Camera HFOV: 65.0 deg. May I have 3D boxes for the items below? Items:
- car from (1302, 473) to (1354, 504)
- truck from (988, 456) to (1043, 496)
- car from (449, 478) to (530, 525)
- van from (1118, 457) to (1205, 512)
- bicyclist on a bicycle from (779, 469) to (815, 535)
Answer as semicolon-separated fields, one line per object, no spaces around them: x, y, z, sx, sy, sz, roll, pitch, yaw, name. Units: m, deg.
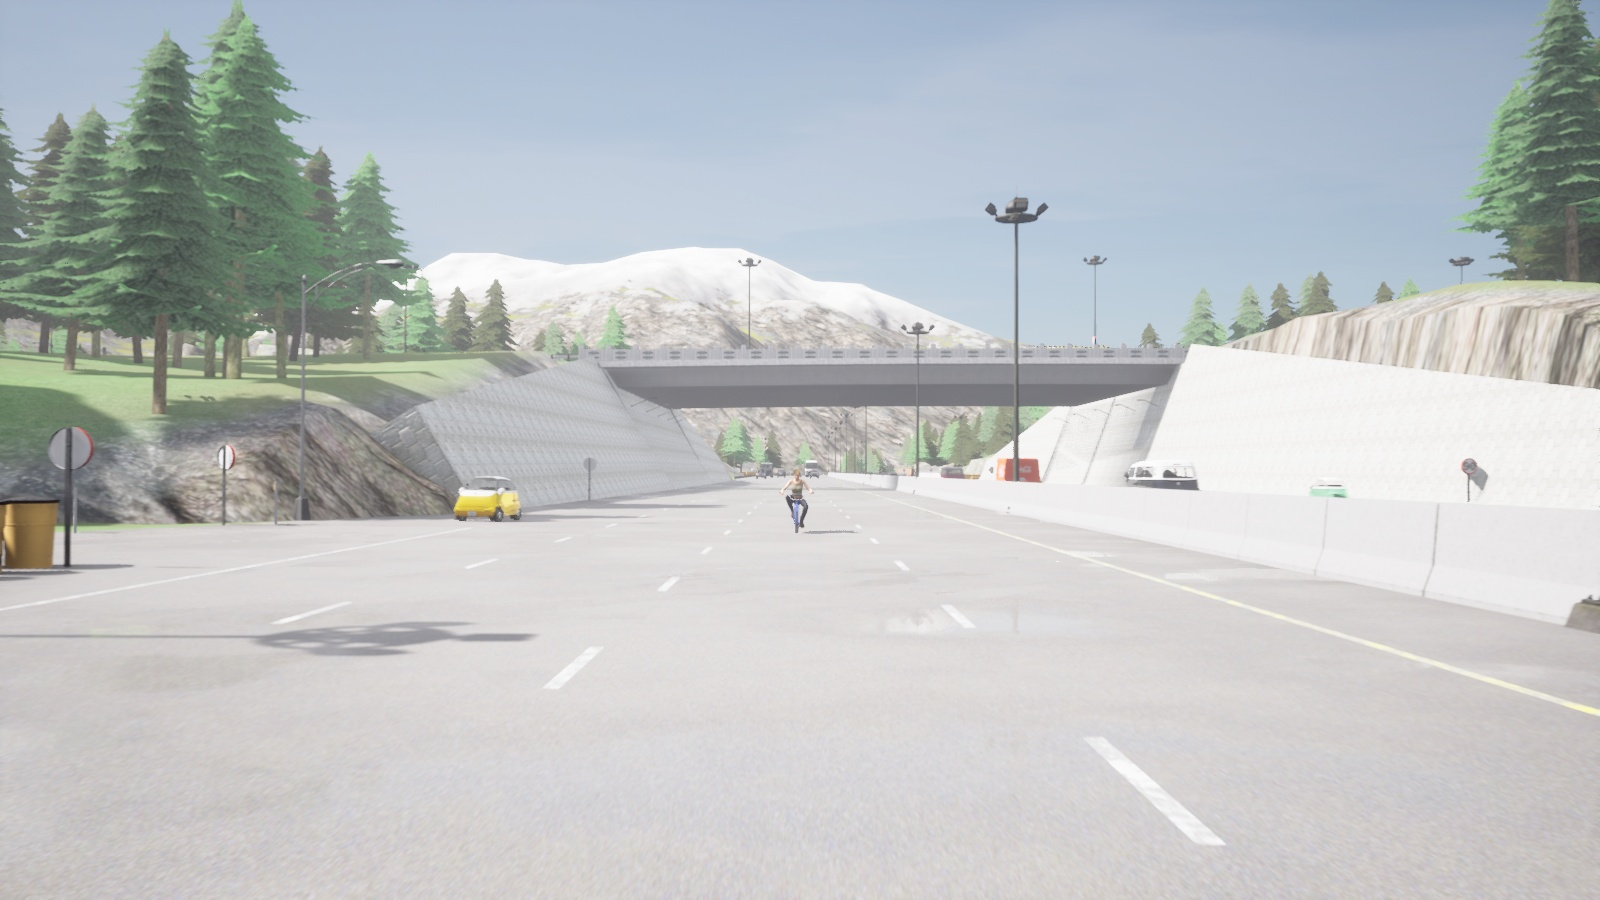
24.359;1.743;58.018;1.481;1.376;2.207;0;0;0;car
13.815;1.629;80.808;2.627;2.467;5.204;-1;-1;0;truck
-9.398;1.545;38.111;1.481;1.376;2.207;0;-1;16;car
13.881;1.296;48.470;2.069;2.038;4.480;0;-1;0;van
-0.072;1.279;31.482;0.866;1.612;1.509;0;-1;0;bicyclist on a bicycle
